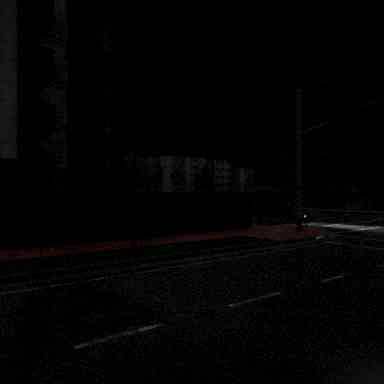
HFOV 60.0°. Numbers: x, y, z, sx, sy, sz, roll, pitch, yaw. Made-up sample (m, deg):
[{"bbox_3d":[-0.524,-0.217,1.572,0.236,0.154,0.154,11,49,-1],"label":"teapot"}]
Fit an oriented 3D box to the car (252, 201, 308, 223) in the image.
[{"bbox_3d":[6.727,1.491,26.027,2.128,1.511,4.902,0,0,-36],"label":"car"}]
